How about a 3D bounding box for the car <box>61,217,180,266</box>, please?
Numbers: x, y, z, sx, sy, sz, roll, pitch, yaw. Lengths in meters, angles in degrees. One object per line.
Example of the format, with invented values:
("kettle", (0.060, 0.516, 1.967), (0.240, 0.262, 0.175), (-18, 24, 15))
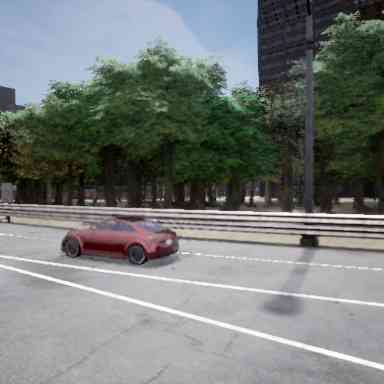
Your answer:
("car", (-2.535, 1.583, 11.655), (4.181, 1.385, 1.994), (0, 0, 26))
